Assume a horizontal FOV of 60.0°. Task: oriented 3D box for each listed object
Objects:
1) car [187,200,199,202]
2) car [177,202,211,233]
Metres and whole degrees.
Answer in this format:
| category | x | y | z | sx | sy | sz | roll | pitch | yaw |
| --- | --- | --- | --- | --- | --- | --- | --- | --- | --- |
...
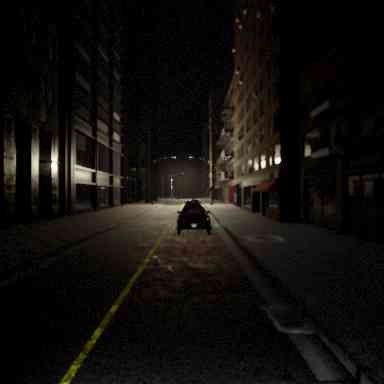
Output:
| category | x | y | z | sx | sy | sz | roll | pitch | yaw |
| --- | --- | --- | --- | --- | --- | --- | --- | --- | --- |
| car | 0.102 | 1.560 | 37.752 | 1.994 | 1.385 | 4.181 | 0 | 0 | 0 |
| car | 0.101 | 1.525 | 19.360 | 1.812 | 1.442 | 4.674 | 0 | 0 | 0 |
